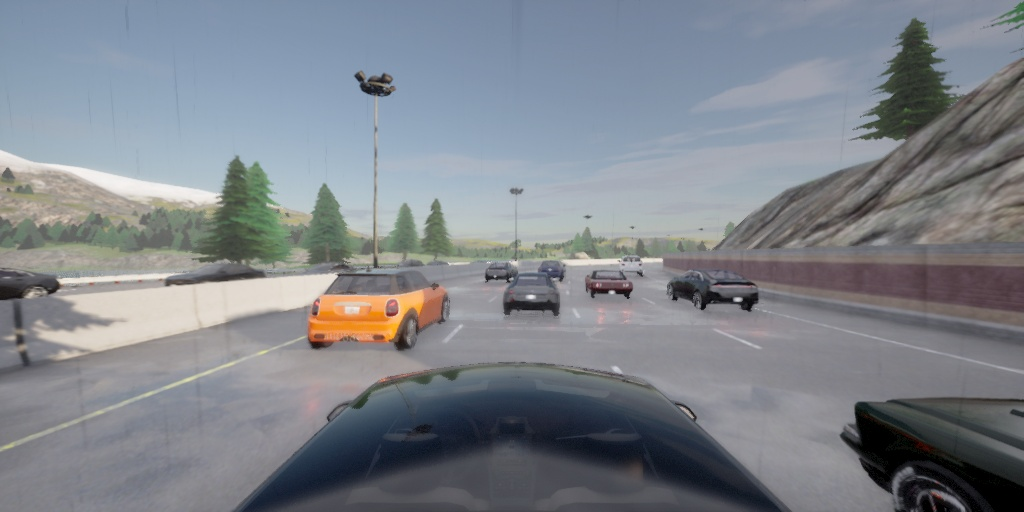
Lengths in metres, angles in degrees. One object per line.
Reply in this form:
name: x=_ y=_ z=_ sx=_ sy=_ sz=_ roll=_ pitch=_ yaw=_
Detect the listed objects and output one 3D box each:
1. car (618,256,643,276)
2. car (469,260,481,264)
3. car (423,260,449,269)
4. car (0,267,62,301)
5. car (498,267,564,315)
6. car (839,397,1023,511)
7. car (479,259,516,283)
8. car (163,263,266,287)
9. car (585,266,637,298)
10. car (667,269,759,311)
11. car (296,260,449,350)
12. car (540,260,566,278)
car: x=12.372 y=1.006 z=37.373 sx=2.150 sy=2.045 sz=5.566 roll=0 pitch=0 yaw=16
car: x=-5.724 y=1.293 z=60.128 sx=1.994 sy=1.385 sz=4.181 roll=0 pitch=0 yaw=22
car: x=-11.507 y=1.276 z=54.841 sx=1.994 sy=1.385 sz=4.181 roll=0 pitch=0 yaw=20
car: x=-20.484 y=1.180 z=13.364 sx=2.128 sy=1.511 sz=4.902 roll=0 pitch=0 yaw=5
car: x=0.806 y=1.316 z=13.750 sx=1.994 sy=1.385 sz=4.181 roll=0 pitch=0 yaw=5
car: x=3.641 y=1.362 z=0.766 sx=1.895 sy=1.301 sz=4.718 roll=0 pitch=0 yaw=0
car: x=-0.726 y=1.238 z=27.616 sx=2.128 sy=1.511 sz=4.902 roll=0 pitch=0 yaw=11
car: x=-16.305 y=1.178 z=20.003 sx=1.882 sy=1.535 sz=5.008 roll=0 pitch=0 yaw=8
car: x=4.830 y=1.364 z=18.500 sx=1.895 sy=1.301 sz=4.718 roll=0 pitch=0 yaw=7
car: x=7.900 y=1.264 z=14.576 sx=2.128 sy=1.511 sz=4.902 roll=0 pitch=0 yaw=6
car: x=-3.052 y=1.092 z=9.227 sx=2.097 sy=1.767 sz=4.553 roll=0 pitch=0 yaw=3
car: x=3.499 y=1.111 z=30.767 sx=2.097 sy=1.767 sz=4.553 roll=0 pitch=0 yaw=12
